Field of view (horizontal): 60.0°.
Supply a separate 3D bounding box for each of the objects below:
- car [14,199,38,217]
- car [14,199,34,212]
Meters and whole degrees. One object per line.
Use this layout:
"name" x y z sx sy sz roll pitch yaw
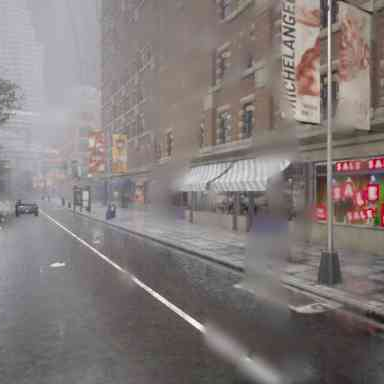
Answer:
"car" -15.674 1.495 31.516 2.128 1.511 4.902 0 0 -28
"car" -20.261 1.552 40.112 2.033 1.411 5.357 0 0 -27
